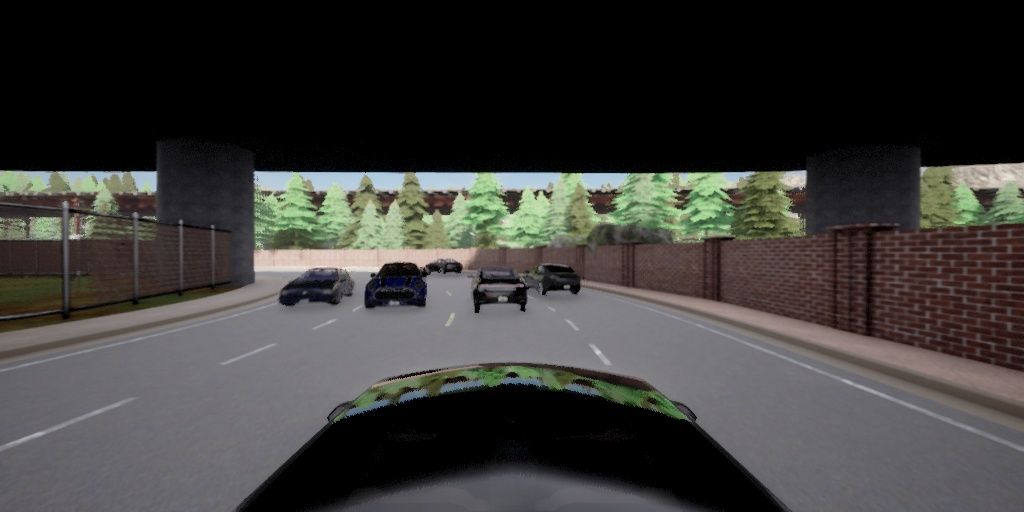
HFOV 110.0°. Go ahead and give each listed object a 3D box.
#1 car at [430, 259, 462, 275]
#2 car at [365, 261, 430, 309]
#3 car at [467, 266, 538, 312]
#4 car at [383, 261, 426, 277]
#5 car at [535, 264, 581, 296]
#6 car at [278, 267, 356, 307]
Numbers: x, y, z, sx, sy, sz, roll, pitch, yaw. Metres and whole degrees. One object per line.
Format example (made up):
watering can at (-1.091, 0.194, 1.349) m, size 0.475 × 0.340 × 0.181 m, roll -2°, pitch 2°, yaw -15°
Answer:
car at (-6.658, 1.010, 34.485) m, size 2.128 × 1.511 × 4.902 m, roll 0°, pitch 0°, yaw -40°
car at (-4.496, 1.012, 14.447) m, size 2.097 × 1.767 × 4.553 m, roll 0°, pitch 0°, yaw -13°
car at (-0.648, 1.156, 13.877) m, size 2.128 × 1.511 × 4.902 m, roll 0°, pitch 0°, yaw -8°
car at (-10.043, 1.128, 33.226) m, size 1.895 × 1.301 × 4.718 m, roll 0°, pitch 1°, yaw -43°
car at (1.883, 1.136, 18.480) m, size 1.837 × 1.490 × 4.892 m, roll 0°, pitch 0°, yaw -14°
car at (-7.998, 1.201, 15.284) m, size 2.033 × 1.411 × 5.357 m, roll 0°, pitch 0°, yaw -14°
